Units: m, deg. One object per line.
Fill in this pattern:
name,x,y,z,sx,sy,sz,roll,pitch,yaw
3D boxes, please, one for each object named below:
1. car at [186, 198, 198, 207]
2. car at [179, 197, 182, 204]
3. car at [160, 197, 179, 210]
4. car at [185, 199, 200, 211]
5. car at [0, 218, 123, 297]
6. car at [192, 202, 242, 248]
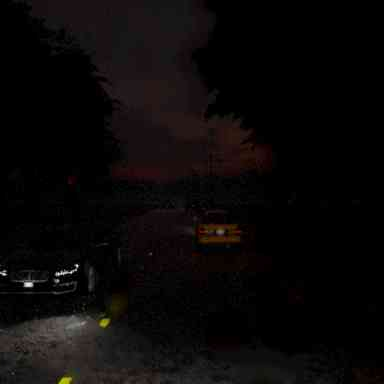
car,0.004,1.725,54.238,1.895,1.301,4.718,0,0,0
car,-2.995,1.705,68.657,1.882,1.535,5.008,0,0,0
car,-3.089,1.570,43.779,1.837,1.490,4.892,0,-1,0
car,0.076,1.619,42.033,1.994,1.385,4.181,0,0,0
car,-3.099,1.503,8.731,1.837,1.490,4.892,0,0,0
car,1.051,1.457,14.803,1.801,1.575,5.366,0,0,0
